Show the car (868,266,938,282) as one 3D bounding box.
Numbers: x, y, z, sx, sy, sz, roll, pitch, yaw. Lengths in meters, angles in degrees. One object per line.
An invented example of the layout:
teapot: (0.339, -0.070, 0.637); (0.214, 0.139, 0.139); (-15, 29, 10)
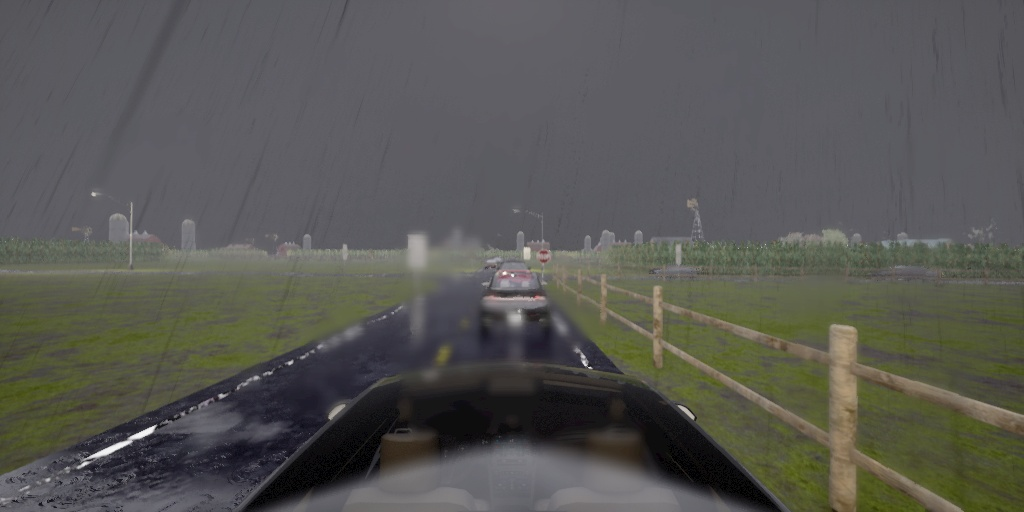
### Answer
car: (37.823, 1.697, 34.599); (5.357, 1.411, 2.033); (1, -1, 0)

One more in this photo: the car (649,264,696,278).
car: (15.482, 1.443, 34.704); (4.181, 1.385, 1.994); (1, -1, 0)

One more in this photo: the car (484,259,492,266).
car: (-2.822, 1.162, 49.595); (2.033, 1.411, 5.357); (0, 0, 0)

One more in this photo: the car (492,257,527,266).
car: (0.106, 1.055, 21.411); (2.097, 1.767, 4.553); (0, 0, 0)

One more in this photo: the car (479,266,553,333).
car: (0.103, 1.222, 10.730); (2.128, 1.511, 4.902); (0, 0, 0)
